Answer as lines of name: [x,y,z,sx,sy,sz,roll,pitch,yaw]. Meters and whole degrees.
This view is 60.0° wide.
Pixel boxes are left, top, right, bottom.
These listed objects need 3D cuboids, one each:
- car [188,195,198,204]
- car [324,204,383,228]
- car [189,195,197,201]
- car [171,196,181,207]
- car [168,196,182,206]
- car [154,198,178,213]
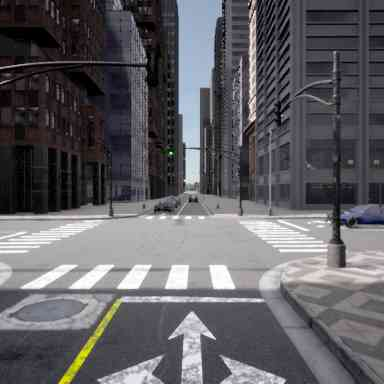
car: [0.263,1.495,66.629,1.882,1.535,5.008,0,0,0]
car: [11.194,1.462,20.674,5.357,1.411,2.033,0,0,0]
car: [0.316,1.360,77.055,1.837,1.490,4.892,0,0,0]
car: [-2.928,1.570,46.500,1.994,1.385,4.181,0,0,1]
car: [-2.863,1.503,57.543,2.128,1.511,4.902,0,0,1]
car: [-2.983,1.604,36.414,1.895,1.301,4.718,0,0,3]
